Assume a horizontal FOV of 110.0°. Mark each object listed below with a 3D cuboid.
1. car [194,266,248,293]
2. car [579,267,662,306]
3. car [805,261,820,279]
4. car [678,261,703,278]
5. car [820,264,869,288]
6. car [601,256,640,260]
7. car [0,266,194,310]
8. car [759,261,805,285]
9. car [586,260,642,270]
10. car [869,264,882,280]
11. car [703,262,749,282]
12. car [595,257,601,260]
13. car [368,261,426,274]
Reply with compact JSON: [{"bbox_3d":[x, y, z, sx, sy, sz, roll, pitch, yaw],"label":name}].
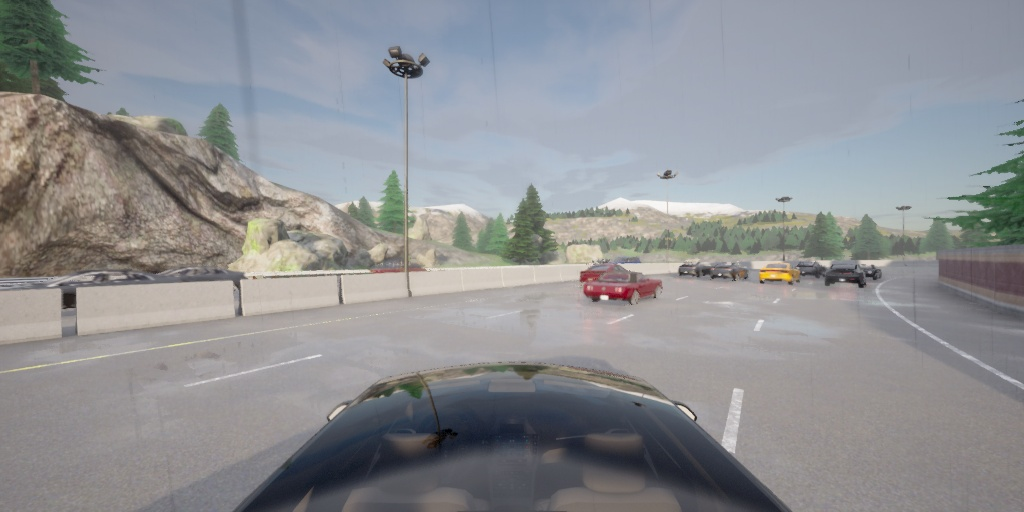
[{"bbox_3d":[-15.865,1.241,17.472,2.128,1.511,4.902,0,0,35],"label":"car"},{"bbox_3d":[5.081,1.351,15.910,1.895,1.301,4.718,0,0,39],"label":"car"},{"bbox_3d":[27.658,1.241,33.234,4.902,1.511,2.128,0,0,-39],"label":"car"},{"bbox_3d":[17.346,1.241,33.668,4.902,1.511,2.128,0,0,-42],"label":"car"},{"bbox_3d":[22.473,1.255,24.134,4.892,1.490,1.837,0,0,-43],"label":"car"},{"bbox_3d":[14.130,1.061,45.065,5.566,2.045,2.150,0,0,-40],"label":"car"},{"bbox_3d":[-14.891,1.241,12.718,2.128,1.511,4.902,0,0,34],"label":"car"},{"bbox_3d":[19.726,1.228,26.350,5.008,1.535,1.882,0,0,-44],"label":"car"},{"bbox_3d":[6.110,1.228,22.451,1.882,1.535,5.008,0,-1,41],"label":"car"},{"bbox_3d":[30.406,1.351,30.975,4.718,1.301,1.895,0,0,-39],"label":"car"},{"bbox_3d":[17.908,1.241,29.460,4.902,1.511,2.128,0,0,-43],"label":"car"},{"bbox_3d":[11.910,0.929,47.771,4.902,1.511,2.128,0,0,-40],"label":"car"},{"bbox_3d":[-9.896,1.351,31.002,1.895,1.301,4.718,0,0,40],"label":"car"}]
